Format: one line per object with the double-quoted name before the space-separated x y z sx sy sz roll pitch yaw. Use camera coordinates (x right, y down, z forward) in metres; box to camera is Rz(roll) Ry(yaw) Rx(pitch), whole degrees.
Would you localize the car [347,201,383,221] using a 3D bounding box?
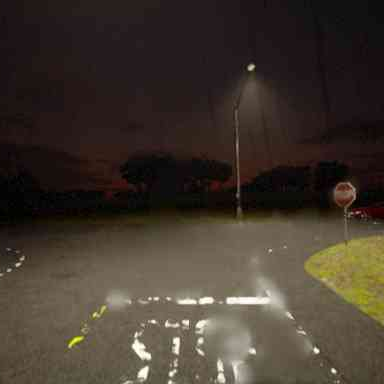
"car" 13.665 1.401 24.131 4.674 1.442 1.812 -2 -2 -1
